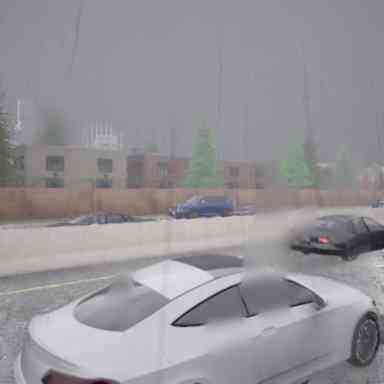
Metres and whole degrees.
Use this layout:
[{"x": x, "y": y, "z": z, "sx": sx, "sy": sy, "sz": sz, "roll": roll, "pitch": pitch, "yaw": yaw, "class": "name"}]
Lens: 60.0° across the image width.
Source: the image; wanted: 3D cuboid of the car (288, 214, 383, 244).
[{"x": 5.677, "y": 1.536, "z": 12.104, "sx": 5.357, "sy": 1.411, "sz": 2.033, "roll": 0, "pitch": 0, "yaw": -36, "class": "car"}]

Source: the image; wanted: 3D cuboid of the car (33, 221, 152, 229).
[{"x": -4.003, "y": 1.542, "z": 14.038, "sx": 5.357, "sy": 1.411, "sz": 2.033, "roll": 0, "pitch": 0, "yaw": -36, "class": "car"}]

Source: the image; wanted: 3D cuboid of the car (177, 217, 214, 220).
[{"x": 0.878, "y": 1.204, "z": 26.127, "sx": 5.566, "sy": 2.045, "sz": 2.150, "roll": 0, "pitch": 0, "yaw": -36, "class": "car"}]

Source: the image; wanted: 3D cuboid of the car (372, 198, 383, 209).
[{"x": 25.746, "y": 1.517, "z": 43.853, "sx": 4.181, "sy": 1.385, "sz": 1.994, "roll": 0, "pitch": 0, "yaw": -35, "class": "car"}]

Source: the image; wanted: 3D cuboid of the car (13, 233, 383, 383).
[{"x": 0.460, "y": 1.523, "z": 4.079, "sx": 4.674, "sy": 1.442, "sz": 1.812, "roll": 0, "pitch": 0, "yaw": -36, "class": "car"}]

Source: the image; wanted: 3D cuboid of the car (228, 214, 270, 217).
[{"x": 4.623, "y": 1.545, "z": 24.499, "sx": 4.181, "sy": 1.385, "sz": 1.994, "roll": 0, "pitch": 0, "yaw": -36, "class": "car"}]
